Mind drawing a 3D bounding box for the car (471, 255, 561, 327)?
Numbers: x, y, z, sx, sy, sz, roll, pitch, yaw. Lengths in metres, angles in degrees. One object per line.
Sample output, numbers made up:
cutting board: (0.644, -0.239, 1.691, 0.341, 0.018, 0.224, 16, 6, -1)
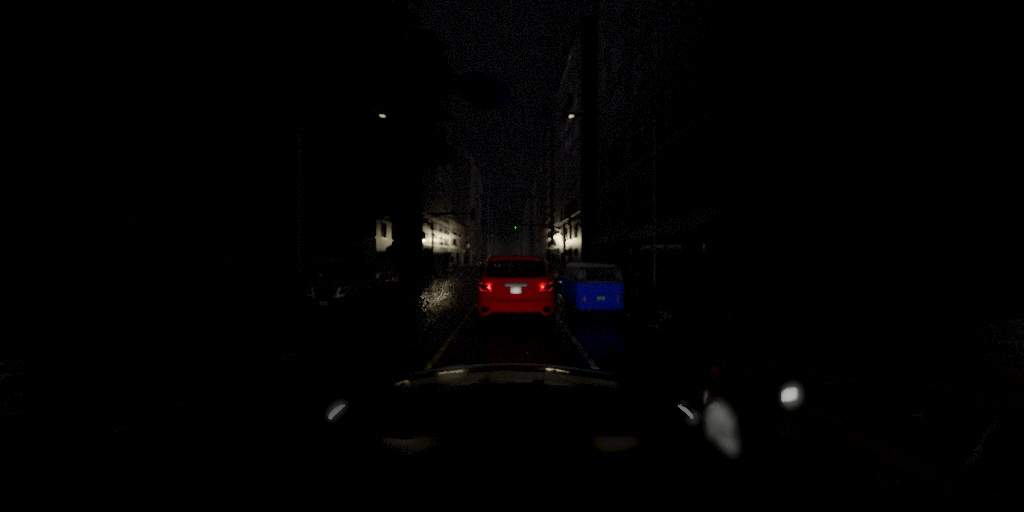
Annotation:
car: (0.103, 1.001, 11.802, 2.150, 2.045, 5.566, 0, -1, 0)

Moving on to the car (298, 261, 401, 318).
car: (-5.668, 1.102, 13.289, 2.192, 1.841, 5.009, 0, 0, 0)

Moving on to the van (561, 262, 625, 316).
van: (2.857, 1.128, 13.329, 1.690, 1.789, 3.998, 0, 0, 0)

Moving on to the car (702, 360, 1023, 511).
car: (2.856, 1.296, 2.007, 1.888, 1.381, 4.507, 0, 0, 0)
